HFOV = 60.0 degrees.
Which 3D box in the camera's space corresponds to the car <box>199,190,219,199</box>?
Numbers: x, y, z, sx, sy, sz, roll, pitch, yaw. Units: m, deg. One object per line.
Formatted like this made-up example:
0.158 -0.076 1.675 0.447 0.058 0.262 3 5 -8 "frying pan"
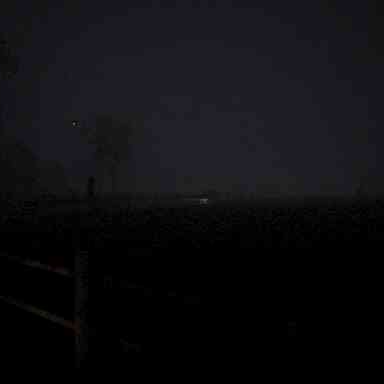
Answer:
2.723 0.392 55.785 1.837 1.490 4.892 2 2 36 "car"
